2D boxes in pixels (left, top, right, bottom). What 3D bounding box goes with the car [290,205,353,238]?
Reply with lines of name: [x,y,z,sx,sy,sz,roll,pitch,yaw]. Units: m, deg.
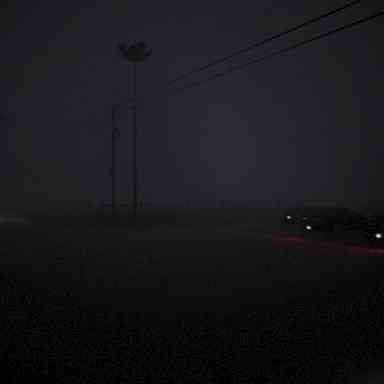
car: [7.743,1.506,17.859,4.892,1.490,1.837,0,0,-35]

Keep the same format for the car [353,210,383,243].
car: [9.482,1.505,14.799,4.892,1.490,1.837,0,0,-35]

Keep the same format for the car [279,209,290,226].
car: [7.760,1.565,22.169,4.181,1.385,1.994,0,0,-35]
